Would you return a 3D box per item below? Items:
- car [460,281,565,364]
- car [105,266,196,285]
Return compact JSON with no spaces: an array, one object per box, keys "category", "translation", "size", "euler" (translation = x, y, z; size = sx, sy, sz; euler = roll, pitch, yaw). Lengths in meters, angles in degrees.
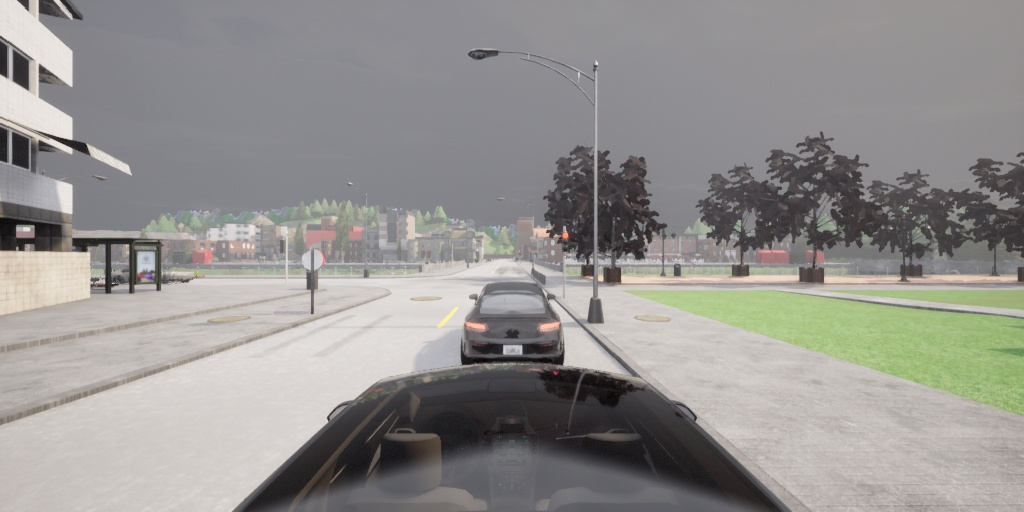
[{"category":"car","translation":[0.007,1.276,7.806],"size":[1.812,1.442,4.674],"euler":[0,0,0]},{"category":"car","translation":[-25.349,1.351,25.293],"size":[4.718,1.301,1.895],"euler":[0,0,0]}]
